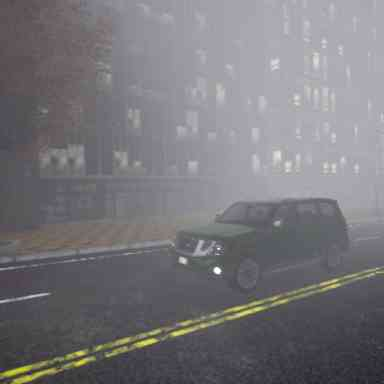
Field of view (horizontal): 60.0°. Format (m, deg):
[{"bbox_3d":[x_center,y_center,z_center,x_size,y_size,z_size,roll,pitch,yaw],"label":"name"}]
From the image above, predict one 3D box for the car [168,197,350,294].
[{"bbox_3d":[2.054,1.178,9.087,5.566,2.045,2.150,0,0,-35],"label":"car"}]
